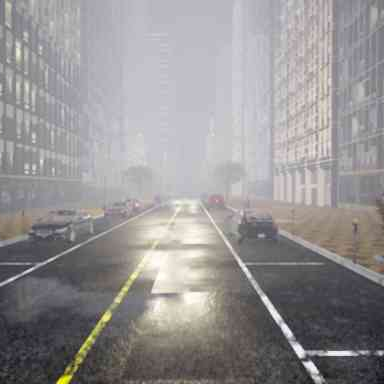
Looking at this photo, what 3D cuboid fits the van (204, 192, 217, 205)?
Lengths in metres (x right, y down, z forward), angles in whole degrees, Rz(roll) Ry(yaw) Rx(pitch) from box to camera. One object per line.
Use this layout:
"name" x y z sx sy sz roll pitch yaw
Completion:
"van" 2.634 0.967 49.093 1.690 1.788 3.998 -1 0 0

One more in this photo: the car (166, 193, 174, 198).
"car" -5.783 0.900 88.871 1.802 1.307 4.206 -1 0 0

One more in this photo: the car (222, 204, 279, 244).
"car" 2.669 1.436 14.993 2.008 1.369 4.403 -1 0 0

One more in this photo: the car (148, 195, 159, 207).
"car" -5.739 1.197 43.233 1.752 1.417 4.829 -1 0 0

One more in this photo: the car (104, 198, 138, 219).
"car" -5.722 1.382 26.352 1.802 1.307 4.206 -1 0 0

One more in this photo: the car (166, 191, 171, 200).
"car" -5.761 1.046 66.137 2.008 1.369 4.403 -1 0 0

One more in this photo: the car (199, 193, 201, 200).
"car" 2.630 1.022 54.777 1.967 1.590 4.097 -1 0 0

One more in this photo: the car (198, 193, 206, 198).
"car" 2.597 0.868 88.879 2.008 1.369 4.403 -1 0 0

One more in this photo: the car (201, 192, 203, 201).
"car" 2.639 0.984 43.410 2.192 1.841 5.009 -1 0 0

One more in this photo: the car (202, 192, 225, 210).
"car" 2.644 1.028 37.726 2.192 1.841 5.009 -1 0 0

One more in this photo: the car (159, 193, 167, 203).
"car" -5.750 1.149 54.770 1.947 1.339 4.313 -1 0 0

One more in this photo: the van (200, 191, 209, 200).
"van" 2.612 0.791 71.826 1.690 1.788 3.998 -1 0 0

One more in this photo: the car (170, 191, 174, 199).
"car" -5.773 0.847 77.503 1.967 1.590 4.097 -1 0 0

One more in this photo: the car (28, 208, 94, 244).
"car" -5.711 1.437 14.985 2.008 1.369 4.403 -1 0 0

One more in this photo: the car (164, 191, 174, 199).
"car" -5.780 0.677 83.185 2.192 1.841 5.009 -1 0 0

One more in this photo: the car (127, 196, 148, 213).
"car" -5.729 1.197 32.035 1.967 1.590 4.097 -1 0 0
